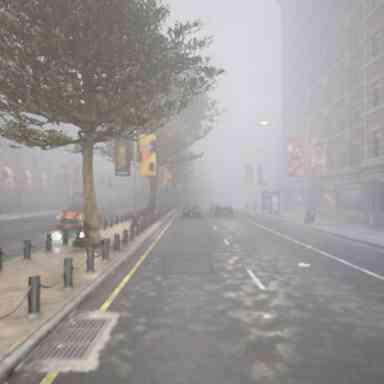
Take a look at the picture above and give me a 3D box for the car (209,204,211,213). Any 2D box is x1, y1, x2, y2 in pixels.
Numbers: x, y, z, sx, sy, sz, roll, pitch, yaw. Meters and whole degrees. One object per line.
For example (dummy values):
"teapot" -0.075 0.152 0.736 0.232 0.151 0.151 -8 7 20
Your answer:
"car" 3.360 2.141 45.209 1.994 1.385 4.181 0 -1 1

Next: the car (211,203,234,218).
"car" 3.396 1.938 36.075 1.882 1.535 5.008 0 -1 0

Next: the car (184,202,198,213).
"car" -0.086 2.112 45.847 1.812 1.442 4.674 0 -1 1

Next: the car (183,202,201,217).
"car" -0.039 2.070 36.672 1.895 1.301 4.718 0 -1 0

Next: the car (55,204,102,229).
"car" -8.096 1.660 24.060 2.097 1.767 4.553 0 -1 0
